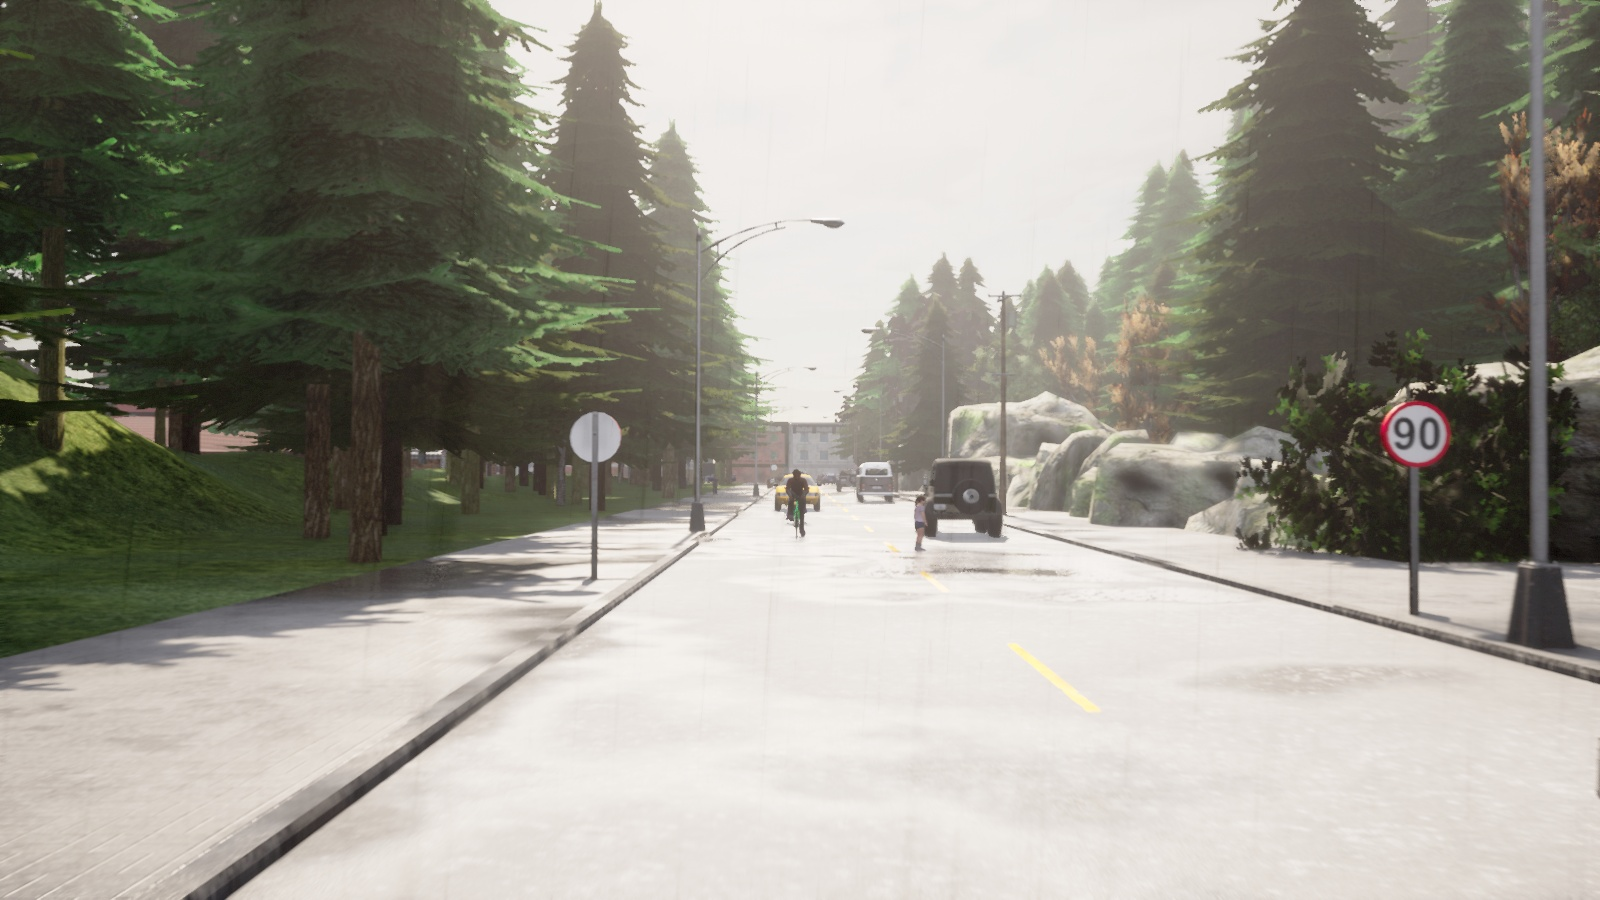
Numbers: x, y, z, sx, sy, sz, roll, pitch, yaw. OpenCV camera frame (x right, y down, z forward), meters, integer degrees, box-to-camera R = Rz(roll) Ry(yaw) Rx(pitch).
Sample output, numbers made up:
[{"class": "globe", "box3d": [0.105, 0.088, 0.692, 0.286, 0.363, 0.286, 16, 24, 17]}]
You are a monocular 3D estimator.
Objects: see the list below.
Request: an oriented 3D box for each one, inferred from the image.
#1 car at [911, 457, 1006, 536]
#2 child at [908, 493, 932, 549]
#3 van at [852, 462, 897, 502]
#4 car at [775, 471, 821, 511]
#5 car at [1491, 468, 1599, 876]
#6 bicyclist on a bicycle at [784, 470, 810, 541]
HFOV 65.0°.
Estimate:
[{"class": "car", "box3d": [3.932, 1.141, 31.752, 1.905, 1.878, 3.866, 0, -1, 0]}, {"class": "child", "box3d": [2.385, 1.404, 24.948, 0.394, 1.110, 0.255, 0, -1, -18]}, {"class": "van", "box3d": [3.895, 1.660, 66.116, 2.069, 2.038, 4.480, 0, -1, 0]}, {"class": "car", "box3d": [-0.088, 1.638, 51.370, 1.801, 1.575, 5.366, 0, -1, 0]}, {"class": "car", "box3d": [3.992, 0.801, 3.147, 2.007, 1.525, 4.514, 0, -1, 0]}, {"class": "bicyclist on a bicycle", "box3d": [-0.064, 1.277, 29.561, 0.582, 1.620, 1.656, 0, 0, 0]}]
